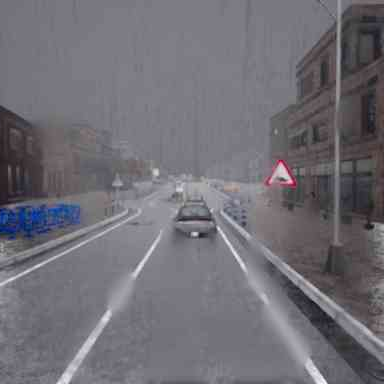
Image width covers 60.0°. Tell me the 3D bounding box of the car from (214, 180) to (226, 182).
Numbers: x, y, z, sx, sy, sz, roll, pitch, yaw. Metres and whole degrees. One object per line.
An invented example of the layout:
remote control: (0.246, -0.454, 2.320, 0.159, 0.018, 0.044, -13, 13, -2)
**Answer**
car: (8.117, -1.293, 78.548, 4.553, 1.767, 2.185, 0, 3, -1)

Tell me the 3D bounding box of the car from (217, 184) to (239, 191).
car: (8.184, -0.971, 75.807, 4.674, 1.452, 2.002, 0, 3, -1)

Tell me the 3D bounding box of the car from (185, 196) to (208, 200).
car: (0.364, 1.055, 29.768, 2.128, 1.511, 4.902, 0, 1, 3)

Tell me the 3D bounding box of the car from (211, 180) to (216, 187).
car: (8.147, -1.571, 81.293, 5.566, 2.045, 2.435, 0, 3, -1)

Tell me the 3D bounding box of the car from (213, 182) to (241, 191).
car: (8.027, -0.854, 73.050, 5.366, 1.575, 1.946, 0, 3, -1)

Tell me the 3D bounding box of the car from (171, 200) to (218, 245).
car: (0.099, 1.346, 14.850, 2.128, 1.511, 4.902, 0, 1, 0)

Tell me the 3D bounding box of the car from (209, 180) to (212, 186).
car: (7.929, -2.002, 95.069, 4.792, 1.488, 2.163, 0, 3, -1)
